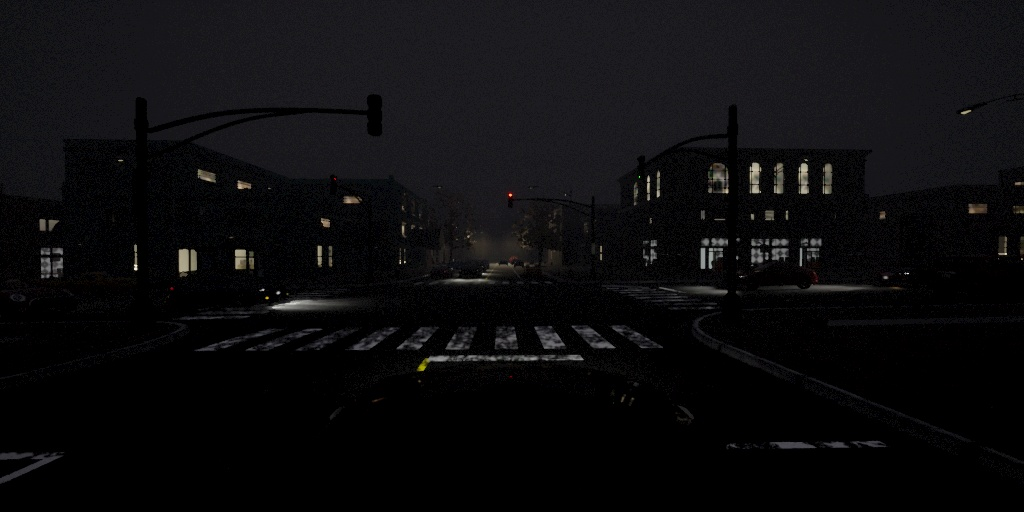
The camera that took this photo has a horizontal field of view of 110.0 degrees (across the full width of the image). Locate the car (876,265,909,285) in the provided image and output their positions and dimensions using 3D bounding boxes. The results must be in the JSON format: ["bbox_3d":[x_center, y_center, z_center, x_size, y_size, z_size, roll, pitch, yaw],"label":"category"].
[{"bbox_3d":[23.528,0.918,20.328,4.902,1.511,2.128,-1,1,-2],"label":"car"}]

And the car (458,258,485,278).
[{"bbox_3d":[-3.920,1.222,34.421,1.882,1.535,5.008,0,0,-2],"label":"car"}]

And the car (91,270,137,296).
[{"bbox_3d":[-24.497,1.501,20.840,4.829,1.417,1.751,0,0,-2],"label":"car"}]

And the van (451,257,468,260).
[{"bbox_3d":[-6.775,1.083,44.683,1.690,1.789,3.998,0,0,-1],"label":"van"}]

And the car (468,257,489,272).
[{"bbox_3d":[-4.180,1.220,44.461,1.882,1.535,5.008,0,0,-1],"label":"car"}]

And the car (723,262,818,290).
[{"bbox_3d":[14.306,1.063,19.928,4.674,1.442,1.812,-1,1,-2],"label":"car"}]

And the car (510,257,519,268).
[{"bbox_3d":[1.178,1.289,61.531,2.007,1.370,4.403,0,0,-1],"label":"car"}]

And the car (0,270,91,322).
[{"bbox_3d":[-18.346,1.423,12.752,4.097,1.591,1.967,0,0,-2],"label":"car"}]

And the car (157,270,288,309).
[{"bbox_3d":[-12.203,1.449,15.575,4.181,1.385,1.994,-1,1,-2],"label":"car"}]

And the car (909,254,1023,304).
[{"bbox_3d":[19.642,0.843,14.370,5.009,1.841,2.192,0,0,-2],"label":"car"}]

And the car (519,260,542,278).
[{"bbox_3d":[1.881,1.270,33.979,1.751,1.417,4.829,0,0,-1],"label":"car"}]

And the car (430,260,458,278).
[{"bbox_3d":[-6.492,1.326,33.595,1.802,1.307,4.207,0,0,-1],"label":"car"}]

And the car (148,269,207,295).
[{"bbox_3d":[-18.678,1.474,21.093,4.313,1.339,1.948,0,0,-2],"label":"car"}]

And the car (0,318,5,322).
[{"bbox_3d":[-5.661,1.295,1.086,1.888,1.381,4.507,0,0,-1],"label":"car"}]
